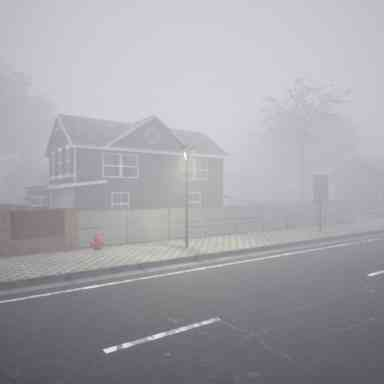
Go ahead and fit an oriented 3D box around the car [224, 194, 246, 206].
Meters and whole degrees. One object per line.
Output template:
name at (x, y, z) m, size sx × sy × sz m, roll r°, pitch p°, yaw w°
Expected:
car at (5.270, 1.265, 45.020) m, size 2.150 × 2.045 × 5.566 m, roll 0°, pitch 0°, yaw -35°
